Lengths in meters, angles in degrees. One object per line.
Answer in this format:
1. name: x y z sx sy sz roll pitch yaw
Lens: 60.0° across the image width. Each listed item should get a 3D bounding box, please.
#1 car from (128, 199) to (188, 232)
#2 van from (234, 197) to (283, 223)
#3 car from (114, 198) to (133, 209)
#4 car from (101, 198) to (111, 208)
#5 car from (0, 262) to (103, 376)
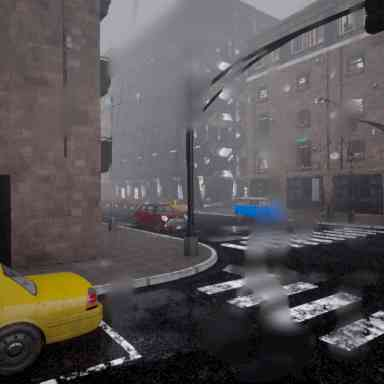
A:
1. car: -1.892 1.441 20.003 1.967 1.590 4.097 0 0 -36
2. van: 4.898 1.280 24.914 1.690 1.788 3.998 0 0 -36
3. car: -8.415 1.463 43.234 1.887 1.381 4.507 -1 0 -36
4. car: -11.743 1.463 47.814 1.887 1.381 4.507 -1 0 -36
5. car: -3.591 1.525 4.003 4.829 1.417 1.752 0 0 -36
